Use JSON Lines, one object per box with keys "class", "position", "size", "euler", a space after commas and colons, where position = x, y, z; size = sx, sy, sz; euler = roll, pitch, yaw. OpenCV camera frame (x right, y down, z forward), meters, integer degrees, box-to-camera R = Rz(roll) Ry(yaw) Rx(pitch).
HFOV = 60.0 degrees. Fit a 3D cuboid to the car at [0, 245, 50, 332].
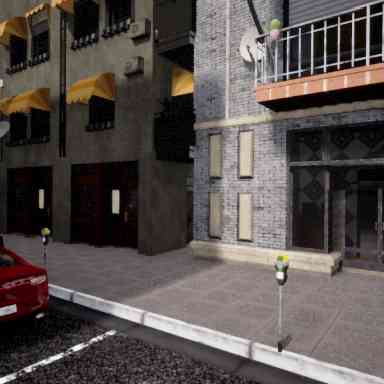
{"class": "car", "position": [-4.421, 1.544, 6.028], "size": [4.507, 1.381, 1.887], "euler": [0, 1, 36]}
